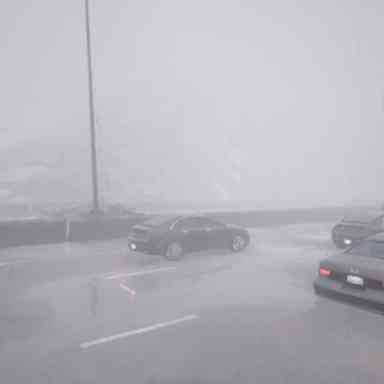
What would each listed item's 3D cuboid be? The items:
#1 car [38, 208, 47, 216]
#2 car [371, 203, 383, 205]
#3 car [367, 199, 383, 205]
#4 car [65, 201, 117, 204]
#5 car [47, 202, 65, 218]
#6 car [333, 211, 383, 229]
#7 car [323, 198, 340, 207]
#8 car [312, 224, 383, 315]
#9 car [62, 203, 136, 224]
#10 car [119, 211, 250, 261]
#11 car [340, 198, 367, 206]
[{"bbox_3d":[-11.066,1.583,30.491,5.357,1.411,2.033,0,0,-36],"label":"car"},{"bbox_3d":[14.588,1.657,22.750,5.357,1.411,2.033,0,0,-35],"label":"car"},{"bbox_3d":[29.102,1.757,50.484,4.674,1.442,1.812,0,0,-35],"label":"car"},{"bbox_3d":[-6.580,1.530,25.092,4.902,1.511,2.128,0,0,-35],"label":"car"},{"bbox_3d":[-8.979,1.514,27.681,5.008,1.535,1.882,0,0,-35],"label":"car"},{"bbox_3d":[7.626,1.565,13.486,4.892,1.490,1.837,0,0,-35],"label":"car"},{"bbox_3d":[23.687,1.749,55.212,4.674,1.442,1.812,0,0,-35],"label":"car"},{"bbox_3d":[4.866,1.583,7.218,5.357,1.411,2.033,0,0,-35],"label":"car"},{"bbox_3d":[-5.566,1.634,21.519,4.718,1.301,1.895,0,0,-35],"label":"car"},{"bbox_3d":[0.044,1.537,12.381,4.892,1.490,1.837,0,0,-35],"label":"car"},{"bbox_3d":[25.982,1.729,52.560,4.892,1.490,1.837,0,0,-35],"label":"car"}]
